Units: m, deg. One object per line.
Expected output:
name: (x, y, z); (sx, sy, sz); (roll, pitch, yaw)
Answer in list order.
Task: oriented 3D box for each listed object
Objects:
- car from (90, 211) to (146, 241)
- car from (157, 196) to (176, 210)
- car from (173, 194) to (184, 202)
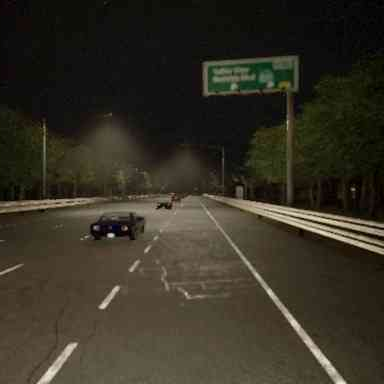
car: (-3.496, 1.599, 16.591); (1.895, 1.301, 4.718); (0, 0, 0)
car: (-3.478, 1.597, 43.579); (1.895, 1.301, 4.718); (0, 0, 0)
car: (-3.453, 1.358, 72.752); (2.097, 1.767, 4.553); (0, 0, 0)
